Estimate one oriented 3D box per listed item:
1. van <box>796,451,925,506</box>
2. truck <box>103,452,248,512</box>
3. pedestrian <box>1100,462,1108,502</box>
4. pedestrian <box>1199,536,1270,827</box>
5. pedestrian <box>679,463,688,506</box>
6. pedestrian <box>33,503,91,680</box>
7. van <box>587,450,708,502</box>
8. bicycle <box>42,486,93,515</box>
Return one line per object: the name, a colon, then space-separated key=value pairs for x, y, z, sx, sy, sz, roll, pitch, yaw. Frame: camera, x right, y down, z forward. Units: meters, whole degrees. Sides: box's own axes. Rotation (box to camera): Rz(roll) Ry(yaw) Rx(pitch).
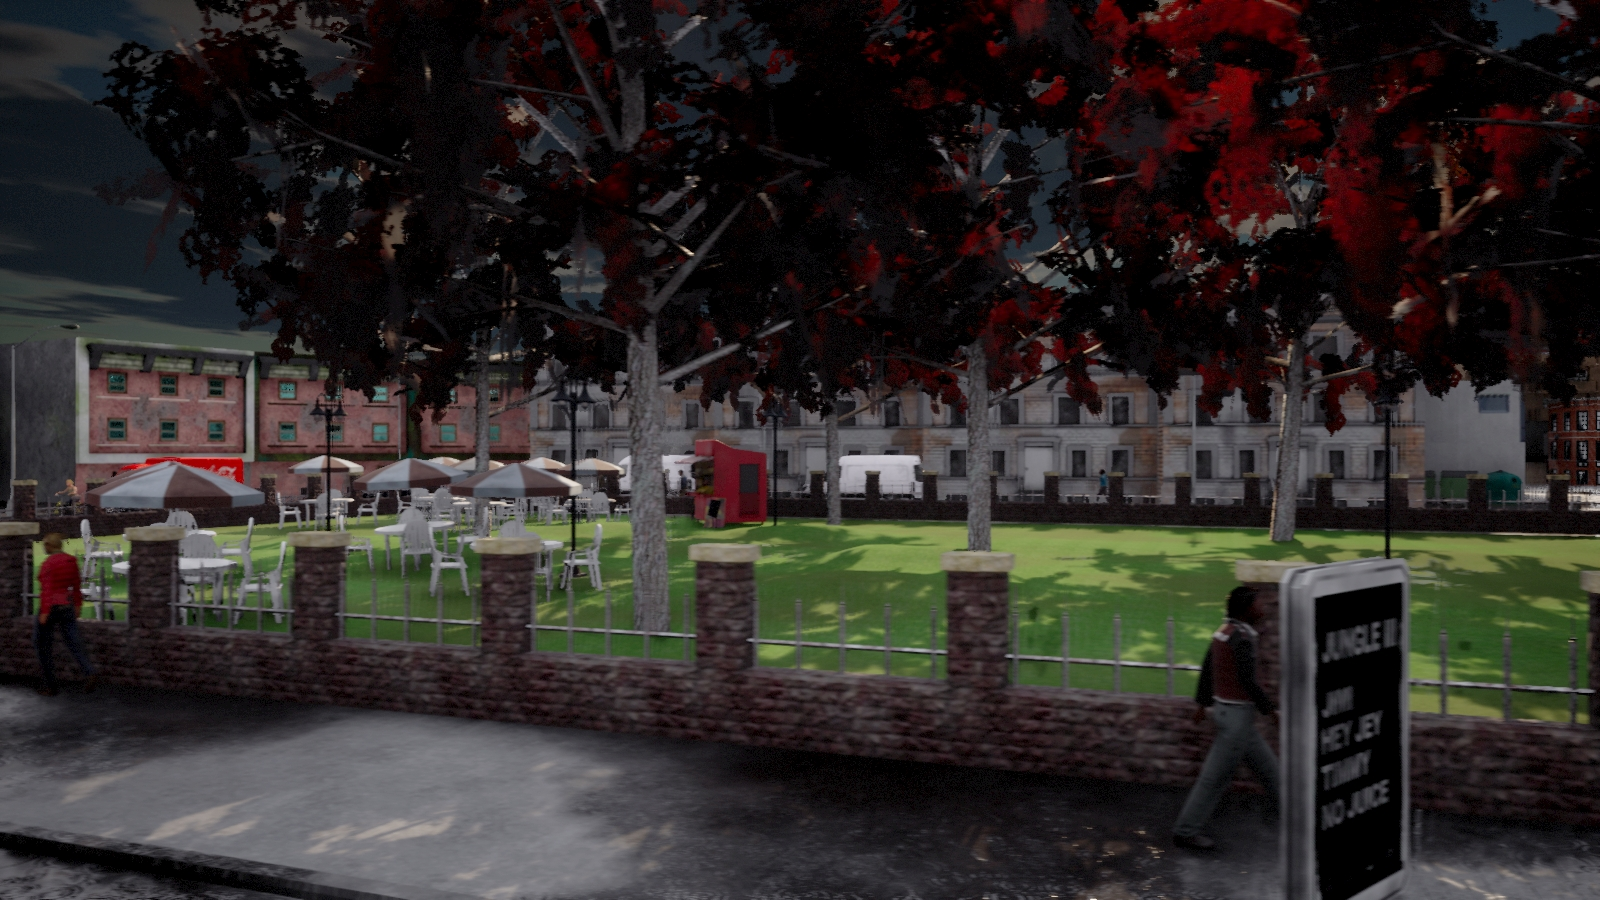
van: x=2.924 y=1.311 z=55.201 sx=5.915 sy=2.561 sz=1.988 roll=0 pitch=0 yaw=20
truck: x=-27.541 y=1.338 z=50.614 sx=2.627 sy=2.467 sz=5.204 roll=0 pitch=0 yaw=21
pedestrian: x=14.494 y=1.523 z=54.471 sx=0.375 sy=1.860 sz=0.375 roll=0 pitch=0 yaw=13
pedestrian: x=2.903 y=1.525 z=7.650 sx=0.375 sy=1.860 sz=0.375 roll=0 pitch=0 yaw=8
pedestrian: x=-5.109 y=1.519 z=50.248 sx=0.375 sy=1.860 sz=0.375 roll=0 pitch=0 yaw=-1
pedestrian: x=-8.033 y=1.523 z=12.441 sx=0.375 sy=1.860 sz=0.375 roll=0 pitch=0 yaw=16
van: x=-7.897 y=1.308 z=59.128 sx=5.915 sy=2.561 sz=1.988 roll=0 pitch=0 yaw=20
bicycle: x=-29.302 y=2.026 z=45.721 sx=0.859 sy=1.080 sz=1.487 roll=0 pitch=0 yaw=20
